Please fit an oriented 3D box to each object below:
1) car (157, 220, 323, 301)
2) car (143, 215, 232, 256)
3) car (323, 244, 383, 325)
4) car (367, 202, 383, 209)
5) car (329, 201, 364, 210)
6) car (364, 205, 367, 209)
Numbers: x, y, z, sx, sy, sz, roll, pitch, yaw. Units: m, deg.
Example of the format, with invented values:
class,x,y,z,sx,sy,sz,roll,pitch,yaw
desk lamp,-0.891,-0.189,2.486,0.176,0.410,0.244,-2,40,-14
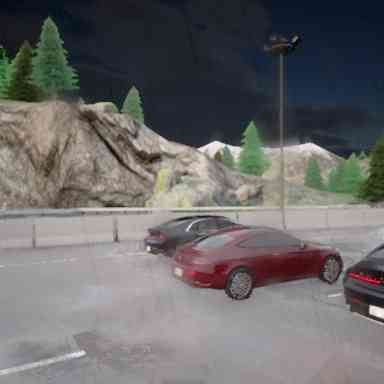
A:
class,x,y,z,sx,sy,sz,roll,pitch,yaw
car,1.711,1.576,8.360,4.674,1.442,1.812,0,0,-29
car,0.713,1.573,11.796,4.892,1.490,1.837,0,-1,-29
car,4.897,1.548,6.109,4.892,1.490,1.837,0,-1,-29
car,22.001,1.592,36.222,4.553,1.767,2.097,0,0,-17
car,20.254,1.877,43.024,4.718,1.301,1.895,0,0,-17
car,23.629,1.830,40.364,4.181,1.385,1.994,0,0,-16
